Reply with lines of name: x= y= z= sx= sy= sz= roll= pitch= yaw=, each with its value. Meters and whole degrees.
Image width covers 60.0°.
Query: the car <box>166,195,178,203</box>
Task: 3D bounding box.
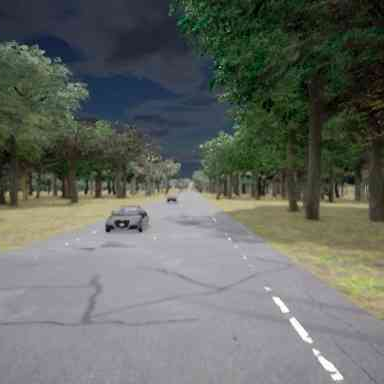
car: x=-3.548 y=1.165 z=59.455 sx=2.033 sy=1.411 sz=5.357 roll=0 pitch=0 yaw=1

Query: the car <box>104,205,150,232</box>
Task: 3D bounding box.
car: x=-3.603 y=1.473 z=19.094 sx=1.994 sy=1.385 sz=4.181 roll=0 pitch=0 yaw=0
